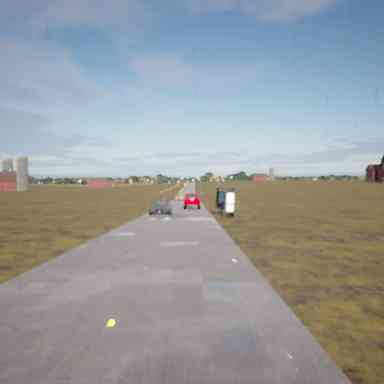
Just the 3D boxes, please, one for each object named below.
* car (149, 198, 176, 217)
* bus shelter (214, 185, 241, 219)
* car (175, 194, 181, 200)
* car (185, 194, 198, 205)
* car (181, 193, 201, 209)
[{"bbox_3d":[-2.848,1.518,31.091,1.994,1.385,4.181,0,0,0],"label":"car"},{"bbox_3d":[3.175,0.833,30.225,1.920,2.740,3.880,2,2,0],"label":"bus shelter"},{"bbox_3d":[-2.757,1.179,72.491,1.882,1.535,5.008,0,0,0],"label":"car"},{"bbox_3d":[-0.007,1.217,55.748,2.097,1.767,4.553,0,0,0],"label":"car"},{"bbox_3d":[0.039,1.131,44.462,2.150,2.045,5.566,0,-1,1],"label":"car"}]
